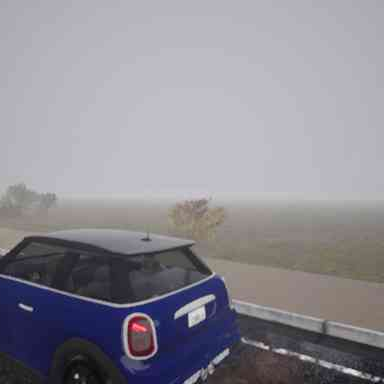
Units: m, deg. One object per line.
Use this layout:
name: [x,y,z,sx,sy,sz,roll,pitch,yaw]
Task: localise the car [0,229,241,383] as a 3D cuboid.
car: [-1.679,1.318,4.757,4.553,1.767,2.097,1,0,35]
